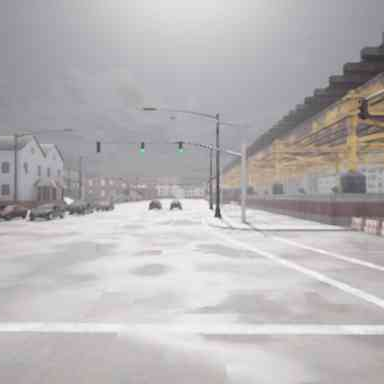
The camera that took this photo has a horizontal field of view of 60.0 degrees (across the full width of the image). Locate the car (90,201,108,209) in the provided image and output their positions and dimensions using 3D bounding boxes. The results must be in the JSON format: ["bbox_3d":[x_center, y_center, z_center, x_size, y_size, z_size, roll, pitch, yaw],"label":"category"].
[{"bbox_3d":[-16.654,2.304,59.929,1.812,1.442,4.674,0,-1,2],"label":"car"}]

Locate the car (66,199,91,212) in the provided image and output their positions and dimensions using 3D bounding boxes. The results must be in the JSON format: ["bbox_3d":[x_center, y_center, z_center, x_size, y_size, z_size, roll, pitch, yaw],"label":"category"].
[{"bbox_3d":[-16.938,1.999,49.776,2.097,1.767,4.553,0,-1,2],"label":"car"}]

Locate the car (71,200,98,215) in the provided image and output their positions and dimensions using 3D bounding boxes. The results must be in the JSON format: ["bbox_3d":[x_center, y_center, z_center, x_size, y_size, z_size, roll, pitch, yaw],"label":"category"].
[{"bbox_3d":[-13.650,2.043,41.419,1.837,1.490,4.892,0,-1,2],"label":"car"}]

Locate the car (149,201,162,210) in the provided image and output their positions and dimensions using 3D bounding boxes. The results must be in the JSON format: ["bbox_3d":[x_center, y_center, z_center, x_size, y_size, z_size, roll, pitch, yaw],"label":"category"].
[{"bbox_3d":[-6.179,2.214,56.666,1.882,1.535,5.008,0,-1,1],"label":"car"}]

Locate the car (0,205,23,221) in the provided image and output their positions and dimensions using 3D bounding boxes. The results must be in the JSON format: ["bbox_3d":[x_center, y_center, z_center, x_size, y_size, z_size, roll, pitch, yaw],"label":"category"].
[{"bbox_3d":[-17.398,1.938,31.670,1.812,1.442,4.674,0,-1,1],"label":"car"}]

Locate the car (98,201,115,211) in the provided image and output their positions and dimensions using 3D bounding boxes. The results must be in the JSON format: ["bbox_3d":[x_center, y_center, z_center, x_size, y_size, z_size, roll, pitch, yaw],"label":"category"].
[{"bbox_3d":[-13.393,2.198,51.703,1.812,1.442,4.674,0,-1,2],"label":"car"}]

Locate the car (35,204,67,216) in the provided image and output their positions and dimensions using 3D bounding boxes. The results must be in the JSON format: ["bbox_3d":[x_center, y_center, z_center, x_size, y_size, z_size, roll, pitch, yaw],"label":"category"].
[{"bbox_3d":[-17.168,2.131,40.760,1.895,1.301,4.718,0,-1,2],"label":"car"}]

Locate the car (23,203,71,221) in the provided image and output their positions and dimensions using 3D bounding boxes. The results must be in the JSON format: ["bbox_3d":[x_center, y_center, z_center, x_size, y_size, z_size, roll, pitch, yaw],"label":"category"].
[{"bbox_3d":[-13.883,1.924,32.168,1.837,1.490,4.892,0,-1,2],"label":"car"}]

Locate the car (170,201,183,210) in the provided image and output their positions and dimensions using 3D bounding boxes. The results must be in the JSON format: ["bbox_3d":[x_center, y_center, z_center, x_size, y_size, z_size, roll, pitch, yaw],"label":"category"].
[{"bbox_3d":[-2.681,2.240,56.579,1.837,1.490,4.892,0,-1,1],"label":"car"}]
